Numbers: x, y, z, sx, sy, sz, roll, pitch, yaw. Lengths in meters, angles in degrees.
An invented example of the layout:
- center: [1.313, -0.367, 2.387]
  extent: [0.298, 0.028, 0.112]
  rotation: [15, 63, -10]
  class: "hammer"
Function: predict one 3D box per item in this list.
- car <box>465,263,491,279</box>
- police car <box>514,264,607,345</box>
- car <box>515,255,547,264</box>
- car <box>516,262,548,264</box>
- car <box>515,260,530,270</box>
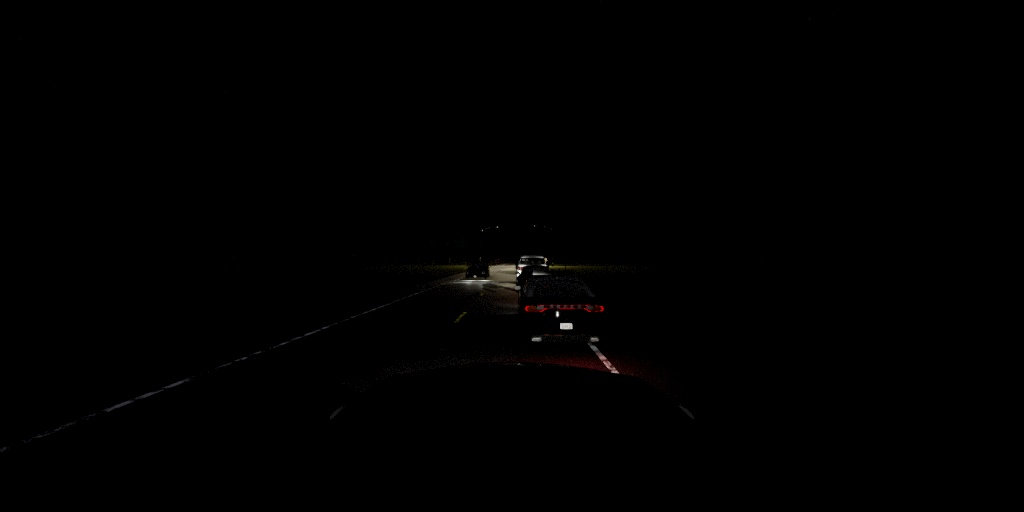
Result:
- center: [-2.968, 1.288, 32.095]
  extent: [2.033, 1.411, 5.357]
  rotation: [0, 0, 2]
  class: "car"
- center: [1.095, 1.175, 9.642]
  extent: [1.930, 1.638, 5.238]
  rotation: [0, 0, 1]
  class: "police car"
- center: [1.391, 0.968, 25.512]
  extent: [2.150, 2.045, 5.566]
  rotation: [0, 0, 2]
  class: "car"
- center: [1.247, 1.253, 19.502]
  extent: [1.837, 1.490, 4.892]
  rotation: [0, 0, 1]
  class: "car"
- center: [1.551, 1.281, 52.775]
  extent: [1.994, 1.385, 4.181]
  rotation: [0, 0, 4]
  class: "car"
